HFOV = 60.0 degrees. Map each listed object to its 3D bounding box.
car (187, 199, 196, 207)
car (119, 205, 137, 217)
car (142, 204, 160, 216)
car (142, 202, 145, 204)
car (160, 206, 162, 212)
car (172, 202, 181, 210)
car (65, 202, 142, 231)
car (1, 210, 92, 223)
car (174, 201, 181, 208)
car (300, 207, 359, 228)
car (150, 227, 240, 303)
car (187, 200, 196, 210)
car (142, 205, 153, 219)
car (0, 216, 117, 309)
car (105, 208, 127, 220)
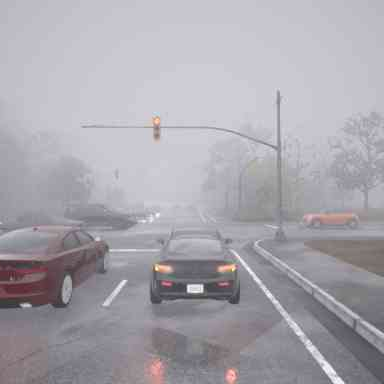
[{"bbox_3d":[-0.253,2.890,87.001,2.097,1.767,4.553,0,0,-4],"label":"car"},{"bbox_3d":[-10.687,3.103,55.886,2.097,1.767,4.553,0,-1,0],"label":"car"},{"bbox_3d":[-7.189,3.253,56.633,2.128,1.511,4.902,0,-1,0],"label":"car"},{"bbox_3d":[-10.644,3.037,66.546,2.150,2.045,5.566,0,0,0],"label":"car"},{"bbox_3d":[-7.144,3.307,66.690,2.128,1.511,4.902,0,0,0],"label":"car"},{"bbox_3d":[-3.642,3.353,76.965,1.895,1.301,4.718,0,0,0],"label":"car"},{"bbox_3d":[-7.002,1.885,25.252,5.566,2.045,2.150,0,-2,5],"label":"car"},{"bbox_3d":[-9.811,2.068,21.968,5.357,1.411,2.033,0,-2,5],"label":"car"},{"bbox_3d":[-3.761,3.223,86.876,1.812,1.442,4.674,0,0,-4],"label":"car"},{"bbox_3d":[11.757,2.162,28.653,4.553,1.767,2.097,0,-3,-2],"label":"car"},{"bbox_3d":[0.065,1.606,8.255,1.812,1.442,4.674,0,-1,0],"label":"car"},{"bbox_3d":[-0.142,3.301,77.266,1.994,1.385,4.181,0,0,0],"label":"car"},{"bbox_3d":[-7.173,3.034,47.162,1.882,1.535,5.008,0,-2,1],"label":"car"},{"bbox_3d":[-3.432,1.556,8.110,1.882,1.535,5.008,0,-1,0],"label":"car"},{"bbox_3d":[-10.684,3.030,47.027,1.882,1.535,5.008,0,-2,0],"label":"car"}]
